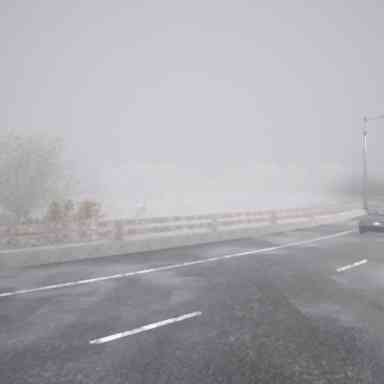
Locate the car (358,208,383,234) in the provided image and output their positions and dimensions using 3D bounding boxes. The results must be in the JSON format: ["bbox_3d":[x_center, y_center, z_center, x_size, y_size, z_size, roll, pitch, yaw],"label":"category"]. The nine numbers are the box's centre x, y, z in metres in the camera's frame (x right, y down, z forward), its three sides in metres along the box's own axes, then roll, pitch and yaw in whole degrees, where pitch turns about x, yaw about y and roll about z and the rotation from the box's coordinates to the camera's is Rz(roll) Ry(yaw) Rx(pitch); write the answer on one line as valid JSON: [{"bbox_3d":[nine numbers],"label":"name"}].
[{"bbox_3d":[10.838,1.589,18.484,1.994,1.385,4.181,0,0,43],"label":"car"}]
